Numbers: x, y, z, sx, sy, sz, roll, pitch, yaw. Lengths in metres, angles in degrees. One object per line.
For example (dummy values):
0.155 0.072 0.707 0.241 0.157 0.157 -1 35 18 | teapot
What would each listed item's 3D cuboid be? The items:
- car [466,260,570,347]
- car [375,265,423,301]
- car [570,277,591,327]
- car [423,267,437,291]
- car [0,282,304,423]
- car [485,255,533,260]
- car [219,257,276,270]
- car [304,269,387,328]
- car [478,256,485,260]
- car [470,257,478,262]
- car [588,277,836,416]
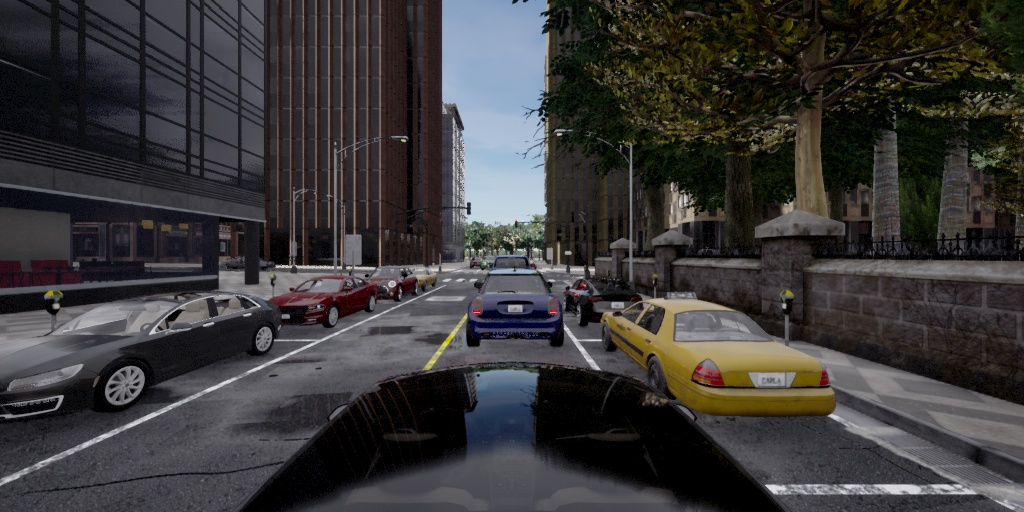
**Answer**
0.041 1.102 9.506 2.097 1.767 4.553 0 0 -1 | car
-5.786 1.190 16.845 1.967 1.591 4.097 0 0 0 | car
2.747 1.316 11.403 1.948 1.339 4.313 0 0 0 | car
-5.794 1.276 22.131 1.751 1.417 4.829 0 0 0 | car
-5.769 1.300 5.931 2.007 1.370 4.403 0 0 0 | car
-0.021 0.972 18.941 2.150 2.045 5.566 0 0 0 | car
-27.442 0.791 36.910 5.357 1.411 2.033 1 0 0 | car
-5.778 1.295 11.388 1.888 1.381 4.507 0 0 0 | car
-3.178 0.981 51.183 2.150 2.045 5.566 0 0 0 | car
-5.851 1.078 59.709 2.192 1.841 5.009 0 0 0 | car
2.755 1.275 6.116 1.751 1.417 4.829 0 0 0 | car
